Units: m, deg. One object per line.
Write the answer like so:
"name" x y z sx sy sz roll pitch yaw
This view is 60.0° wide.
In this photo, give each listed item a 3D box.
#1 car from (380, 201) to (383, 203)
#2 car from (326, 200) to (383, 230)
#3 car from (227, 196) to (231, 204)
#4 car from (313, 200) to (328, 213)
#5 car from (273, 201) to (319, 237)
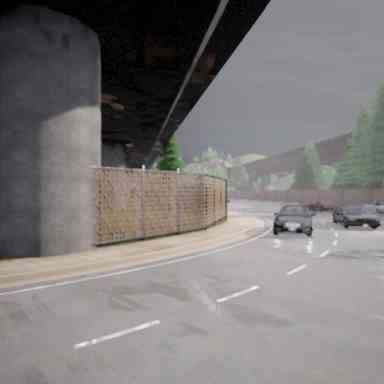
"car" 13.986 1.497 20.840 2.033 1.411 5.357 0 0 12
"car" 10.334 1.502 21.364 2.033 1.411 5.357 0 0 12
"car" 6.082 1.411 63.322 1.837 1.490 4.892 0 0 -8
"car" 13.936 1.531 36.296 1.895 1.301 4.718 0 0 -7
"car" 5.532 1.459 17.869 2.128 1.511 4.902 0 0 20
